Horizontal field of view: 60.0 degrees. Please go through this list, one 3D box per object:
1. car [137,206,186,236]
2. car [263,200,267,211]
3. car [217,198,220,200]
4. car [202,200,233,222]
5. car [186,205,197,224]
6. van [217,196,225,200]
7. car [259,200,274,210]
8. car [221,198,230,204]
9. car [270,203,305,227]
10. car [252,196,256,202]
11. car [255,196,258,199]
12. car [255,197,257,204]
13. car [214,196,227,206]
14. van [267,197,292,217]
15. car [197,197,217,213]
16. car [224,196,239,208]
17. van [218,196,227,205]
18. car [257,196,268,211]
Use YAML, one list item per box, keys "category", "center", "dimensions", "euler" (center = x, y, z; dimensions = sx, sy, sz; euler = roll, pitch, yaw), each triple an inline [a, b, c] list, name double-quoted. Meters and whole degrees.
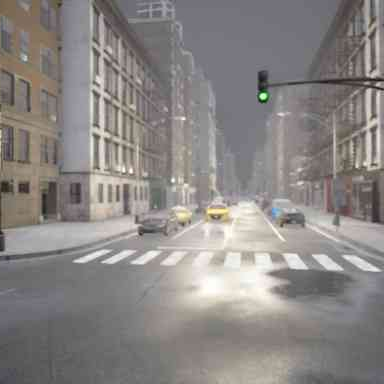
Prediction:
- category: "car"
  center: [-1.879, 1.716, 19.541]
  dimensions: [2.008, 1.369, 4.403]
  euler: [0, 0, 9]
- category: "car"
  center: [8.649, 1.803, 34.263]
  dimensions: [1.802, 1.307, 4.206]
  euler: [0, 0, 9]
- category: "car"
  center: [2.402, 1.871, 46.058]
  dimensions: [1.752, 1.417, 4.829]
  euler: [0, 0, 9]
- category: "car"
  center: [2.314, 1.709, 28.897]
  dimensions: [1.882, 1.535, 5.008]
  euler: [0, 0, 9]
- category: "car"
  center: [-1.045, 1.726, 24.711]
  dimensions: [1.752, 1.417, 4.829]
  euler: [0, 0, 9]
- category: "van"
  center: [5.014, 1.798, 62.238]
  dimensions: [1.690, 1.788, 3.998]
  euler: [0, 0, 9]
- category: "car"
  center: [11.254, 1.896, 50.271]
  dimensions: [1.947, 1.339, 4.313]
  euler: [0, 0, 9]
- category: "car"
  center: [8.463, 2.153, 83.585]
  dimensions: [2.008, 1.369, 4.403]
  euler: [0, 0, 9]
- category: "car"
  center: [6.913, 1.699, 23.592]
  dimensions: [2.008, 1.369, 4.403]
  euler: [0, 0, 9]
- category: "car"
  center: [15.594, 2.057, 76.951]
  dimensions: [1.887, 1.381, 4.507]
  euler: [0, 0, 9]
- category: "car"
  center: [13.017, 1.929, 61.110]
  dimensions: [1.752, 1.417, 4.829]
  euler: [0, 0, 9]
- category: "car"
  center: [12.122, 1.917, 55.607]
  dimensions: [2.008, 1.369, 4.403]
  euler: [0, 0, 9]
- category: "car"
  center: [5.876, 1.808, 67.575]
  dimensions: [2.192, 1.841, 5.009]
  euler: [0, 0, 9]
- category: "van"
  center: [7.780, 1.525, 28.929]
  dimensions: [1.690, 1.788, 3.998]
  euler: [0, 0, 9]
- category: "car"
  center: [1.567, 1.751, 40.890]
  dimensions: [1.967, 1.590, 4.097]
  euler: [0, 0, 9]
- category: "car"
  center: [7.049, 1.868, 58.064]
  dimensions: [1.837, 1.490, 4.892]
  euler: [0, 0, 9]
- category: "van"
  center: [6.738, 1.871, 72.913]
  dimensions: [1.690, 1.788, 3.998]
  euler: [0, 0, 9]
- category: "car"
  center: [10.384, 1.608, 44.937]
  dimensions: [2.192, 1.841, 5.009]
  euler: [0, 0, 9]
